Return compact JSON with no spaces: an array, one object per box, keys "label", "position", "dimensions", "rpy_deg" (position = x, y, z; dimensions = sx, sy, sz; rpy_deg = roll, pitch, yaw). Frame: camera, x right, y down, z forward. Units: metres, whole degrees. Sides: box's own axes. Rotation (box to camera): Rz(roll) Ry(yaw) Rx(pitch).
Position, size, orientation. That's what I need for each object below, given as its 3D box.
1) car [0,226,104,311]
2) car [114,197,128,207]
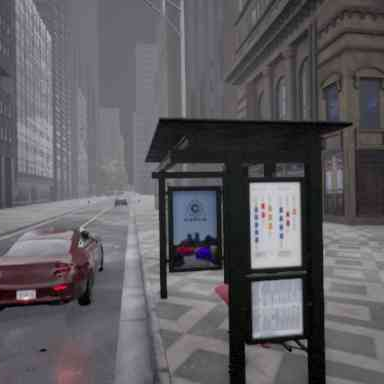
[{"label":"car","position":[-3.150,1.533,7.759],"dimensions":[1.812,1.442,4.674],"rpy_deg":[-1,0,-10]},{"label":"car","position":[-10.988,1.481,51.499],"dimensions":[1.882,1.535,5.008],"rpy_deg":[-1,0,-10]}]
